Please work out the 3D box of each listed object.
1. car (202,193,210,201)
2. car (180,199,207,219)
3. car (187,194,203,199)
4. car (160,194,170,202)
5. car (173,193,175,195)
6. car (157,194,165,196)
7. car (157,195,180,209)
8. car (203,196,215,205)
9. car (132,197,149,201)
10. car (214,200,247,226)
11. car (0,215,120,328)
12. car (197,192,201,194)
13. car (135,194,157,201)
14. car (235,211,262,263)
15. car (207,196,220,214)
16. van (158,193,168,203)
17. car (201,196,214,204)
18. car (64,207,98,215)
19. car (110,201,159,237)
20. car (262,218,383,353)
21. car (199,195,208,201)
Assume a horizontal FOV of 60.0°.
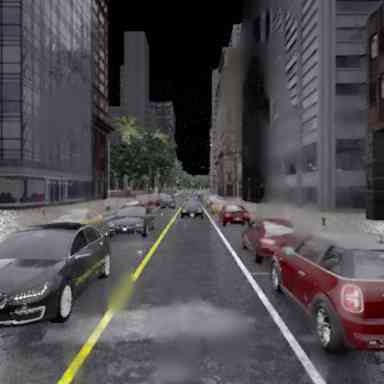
[{"bbox_3d":[2.766,1.331,44.119,1.967,1.590,4.097,0,0,0],"label":"car"},{"bbox_3d":[0.013,1.525,28.505,1.895,1.301,4.718,0,0,0],"label":"car"},{"bbox_3d":[0.068,1.382,44.459,2.128,1.511,4.902,0,0,0],"label":"car"},{"bbox_3d":[-5.755,1.277,71.262,1.967,1.590,4.097,0,0,0],"label":"car"},{"bbox_3d":[-5.752,1.397,82.115,1.802,1.307,4.206,0,0,0],"label":"car"},{"bbox_3d":[-5.759,1.193,49.558,2.192,1.841,5.009,0,0,0],"label":"car"},{"bbox_3d":[-2.995,1.439,42.759,2.033,1.411,5.357,0,0,0],"label":"car"},{"bbox_3d":[2.767,1.415,54.970,1.887,1.381,4.507,0,0,0],"label":"car"},{"bbox_3d":[-5.761,1.494,33.281,1.802,1.307,4.206,0,0,0],"label":"car"},{"bbox_3d":[2.762,1.485,22.420,1.887,1.381,4.507,0,0,0],"label":"car"},{"bbox_3d":[-3.080,1.484,7.245,1.837,1.490,4.892,0,0,0],"label":"car"},{"bbox_3d":[2.770,1.154,71.245,2.192,1.841,5.009,0,0,0],"label":"car"},{"bbox_3d":[-5.761,1.215,38.706,2.192,1.841,5.009,0,0,0],"label":"car"},{"bbox_3d":[2.761,1.550,11.570,1.802,1.307,4.206,0,0,0],"label":"car"},{"bbox_3d":[2.764,1.439,33.440,1.752,1.417,4.829,0,0,0],"label":"car"},{"bbox_3d":[-5.756,1.189,65.836,1.690,1.788,3.998,0,0,0],"label":"van"},{"bbox_3d":[2.769,1.411,60.395,2.008,1.369,4.403,0,0,0],"label":"car"},{"bbox_3d":[-5.763,1.477,16.832,1.752,1.417,4.829,0,0,0],"label":"car"},{"bbox_3d":[-3.072,1.455,17.729,1.837,1.490,4.892,0,0,0],"label":"car"},{"bbox_3d":[2.760,1.423,6.145,1.967,1.590,4.097,0,0,0],"label":"car"},{"bbox_3d":[2.773,1.383,82.096,1.947,1.339,4.313,0,0,0],"label":"car"}]
